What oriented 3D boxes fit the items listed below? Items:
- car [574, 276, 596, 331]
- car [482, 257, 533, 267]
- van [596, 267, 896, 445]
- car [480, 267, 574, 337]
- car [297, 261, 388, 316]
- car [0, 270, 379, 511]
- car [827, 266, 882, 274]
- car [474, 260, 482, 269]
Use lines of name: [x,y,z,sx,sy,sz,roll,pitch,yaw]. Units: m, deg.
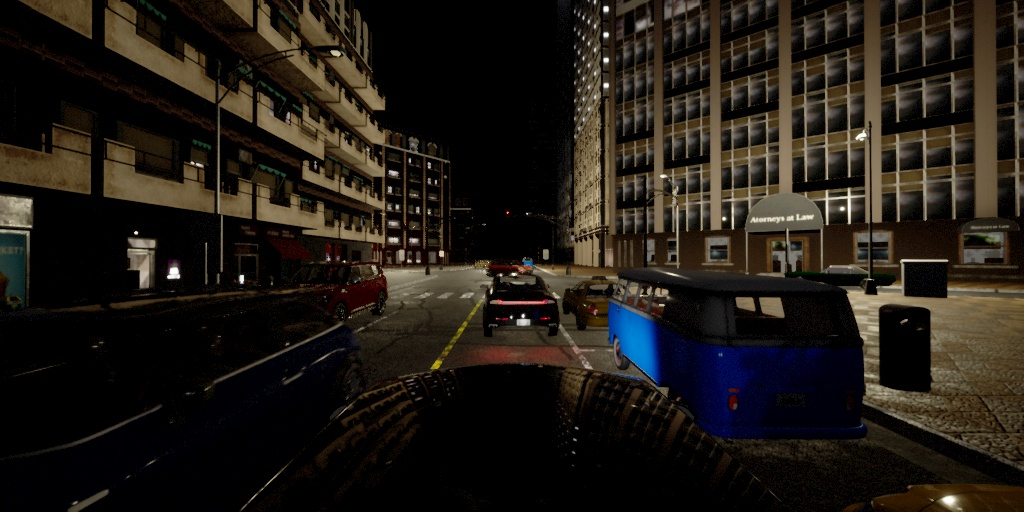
car: [2.562,1.277,10.857,1.751,1.417,4.829,0,0,0]
car: [-0.134,1.118,32.311,4.553,1.767,2.097,0,0,41]
van: [2.564,1.091,5.150,1.690,1.789,3.998,0,0,0]
car: [0.130,1.243,10.291,2.128,1.511,4.902,0,0,-3]
car: [-5.318,1.067,10.678,2.192,1.841,5.009,0,0,0]
car: [-2.856,1.102,2.508,2.097,1.767,4.553,0,0,0]
car: [18.302,1.192,20.409,4.718,1.301,1.895,-1,-1,40]
car: [-5.334,1.345,59.508,1.751,1.417,4.829,0,0,0]
